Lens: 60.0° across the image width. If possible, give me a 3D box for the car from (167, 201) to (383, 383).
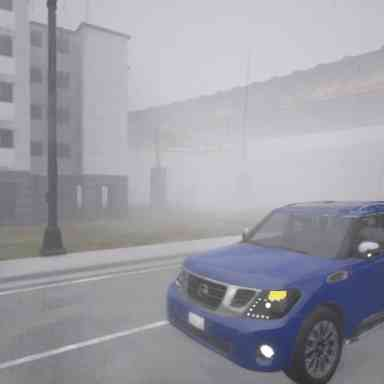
[{"bbox_3d":[2.304,1.205,5.653,5.566,2.045,2.150,0,0,-35],"label":"car"}]
